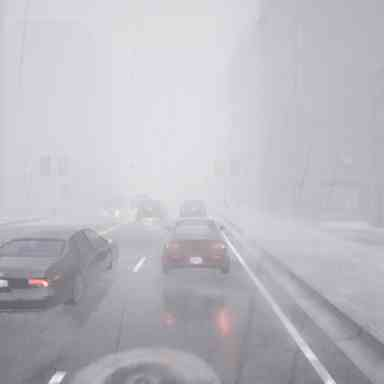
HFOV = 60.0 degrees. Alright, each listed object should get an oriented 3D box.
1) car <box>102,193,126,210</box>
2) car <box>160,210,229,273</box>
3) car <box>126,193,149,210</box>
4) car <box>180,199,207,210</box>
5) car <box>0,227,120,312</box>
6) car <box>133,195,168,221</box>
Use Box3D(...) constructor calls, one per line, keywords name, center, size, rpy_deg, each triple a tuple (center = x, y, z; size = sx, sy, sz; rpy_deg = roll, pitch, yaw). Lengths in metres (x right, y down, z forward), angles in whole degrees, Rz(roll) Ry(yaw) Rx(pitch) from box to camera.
Box3D(name="car", center=(-9.755, 1.191, 42.546), size=(2.150, 2.045, 5.566), rpy_deg=(0, 0, 0))
Box3D(name="car", center=(0.098, 1.522, 10.558), size=(1.812, 1.442, 4.674), rpy_deg=(0, 0, 0))
Box3D(name="car", center=(-6.506, 1.190, 42.544), size=(2.150, 2.045, 5.566), rpy_deg=(0, 0, 0))
Box3D(name="car", center=(0.101, 1.337, 26.980), size=(2.097, 1.767, 4.553), rpy_deg=(0, 0, 0))
Box3D(name="car", center=(-3.151, 1.545, 7.966), size=(2.033, 1.411, 5.357), rpy_deg=(0, 0, 0))
Box3D(name="car", center=(-3.149, 1.337, 26.938), size=(2.097, 1.767, 4.553), rpy_deg=(0, 0, 0))
